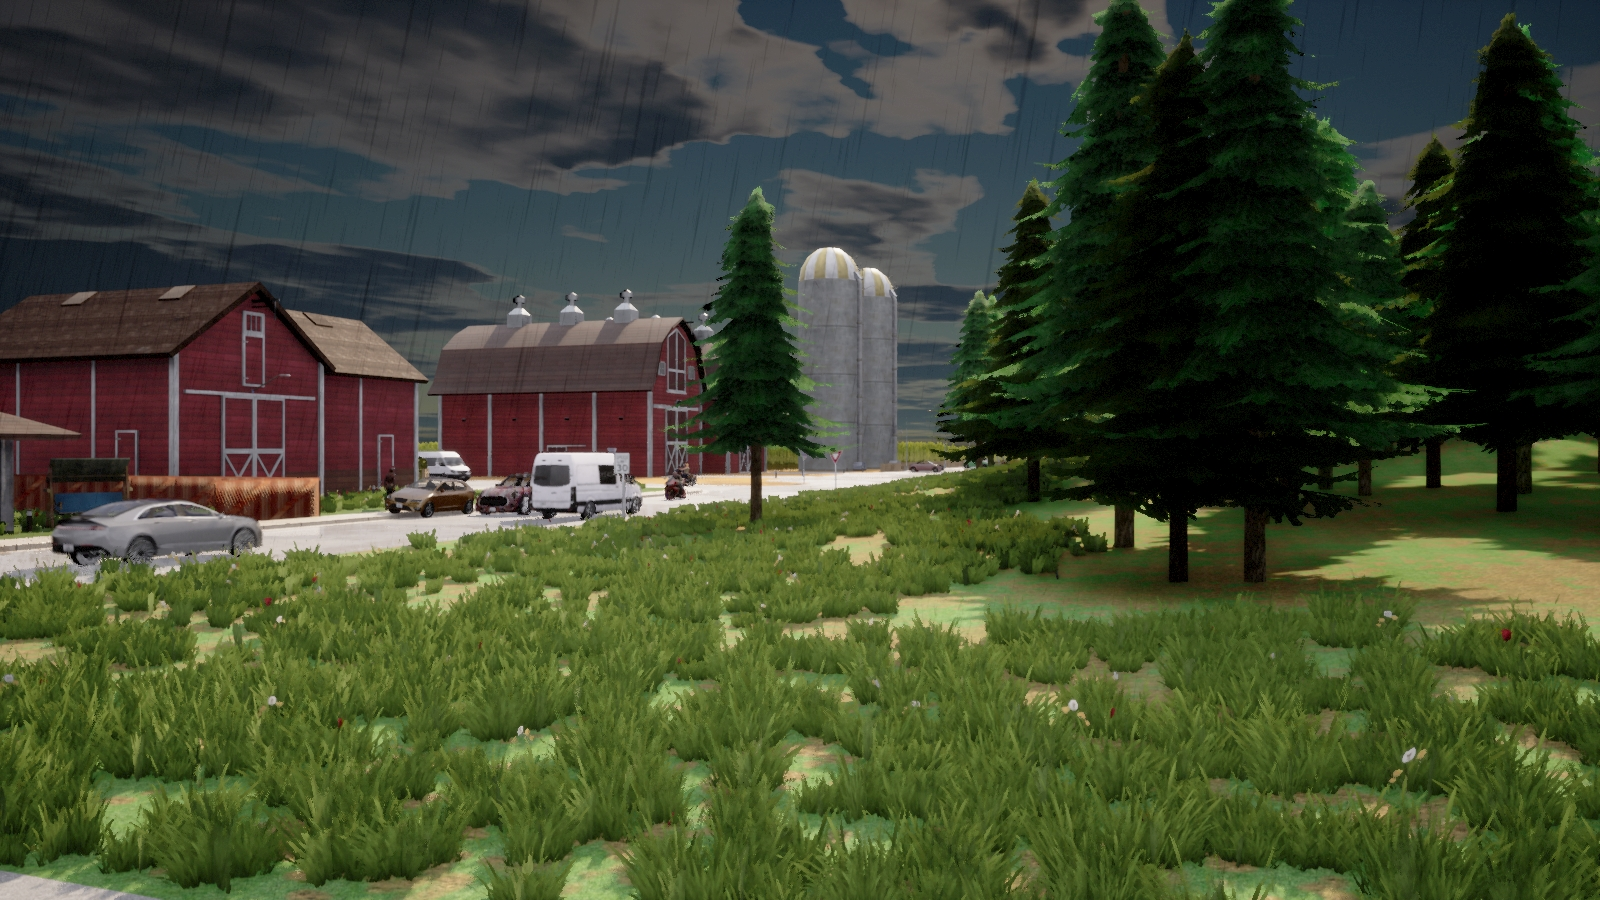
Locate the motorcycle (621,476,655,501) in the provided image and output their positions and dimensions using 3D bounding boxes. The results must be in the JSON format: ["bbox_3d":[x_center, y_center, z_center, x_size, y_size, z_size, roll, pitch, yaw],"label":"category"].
[{"bbox_3d":[-8.657,2.065,61.216,0.867,1.251,2.209,0,0,20],"label":"motorcycle"}]

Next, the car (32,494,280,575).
[{"bbox_3d":[-15.021,1.907,27.033,2.128,1.511,4.902,0,0,20],"label":"car"}]

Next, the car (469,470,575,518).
[{"bbox_3d":[-11.401,1.766,47.259,2.097,1.767,4.553,0,0,20],"label":"car"}]

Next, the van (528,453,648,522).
[{"bbox_3d":[-8.322,1.394,45.493,1.988,2.561,5.915,0,0,20],"label":"van"}]

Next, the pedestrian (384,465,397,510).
[{"bbox_3d":[-16.897,1.555,47.149,0.375,1.860,0.375,0,0,7],"label":"pedestrian"}]
